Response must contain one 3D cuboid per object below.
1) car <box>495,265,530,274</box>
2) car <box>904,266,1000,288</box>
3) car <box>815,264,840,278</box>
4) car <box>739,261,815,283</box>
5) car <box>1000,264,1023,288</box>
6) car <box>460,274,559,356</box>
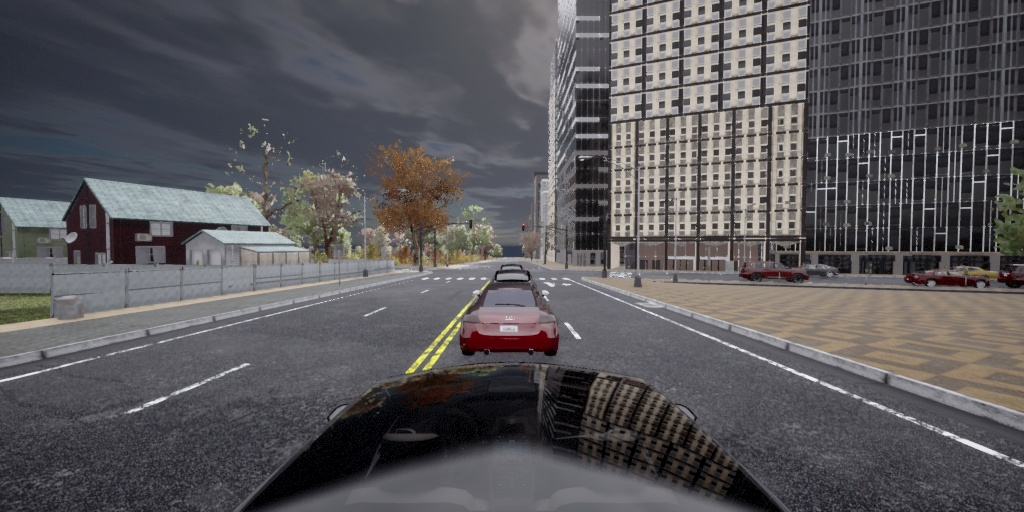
[{"bbox_3d":[0.028,1.251,14.016,1.837,1.490,4.892,0,0,0],"label":"car"},{"bbox_3d":[33.626,1.716,27.821,4.507,1.381,1.888,0,0,20],"label":"car"},{"bbox_3d":[31.002,1.469,37.165,4.403,1.370,2.007,0,0,20],"label":"car"},{"bbox_3d":[22.975,1.394,31.706,5.009,1.841,2.192,0,0,20],"label":"car"},{"bbox_3d":[38.952,1.531,25.879,5.009,1.841,2.192,0,0,20],"label":"car"},{"bbox_3d":[-0.033,1.311,8.630,1.994,1.385,4.181,0,0,1],"label":"car"}]
